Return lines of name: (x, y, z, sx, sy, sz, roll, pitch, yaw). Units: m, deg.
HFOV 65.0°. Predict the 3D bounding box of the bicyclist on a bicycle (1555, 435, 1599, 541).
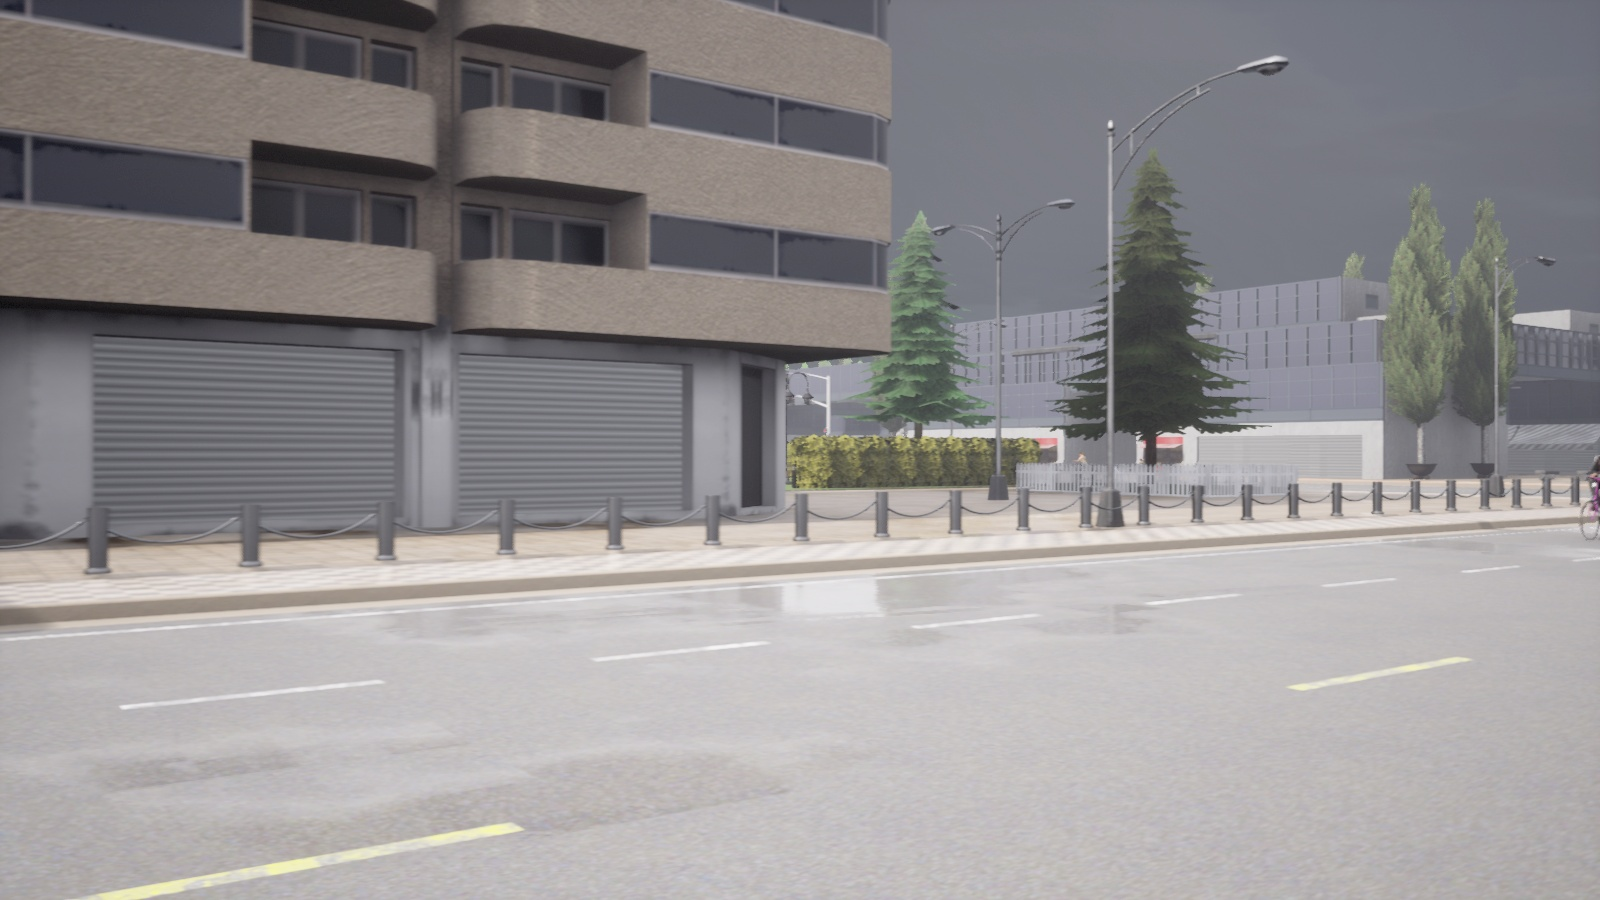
bicyclist on a bicycle: (13.972, 0.640, 21.912, 1.843, 1.776, 0.659, 0, 0, -35)
